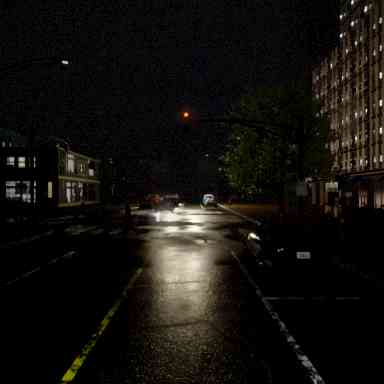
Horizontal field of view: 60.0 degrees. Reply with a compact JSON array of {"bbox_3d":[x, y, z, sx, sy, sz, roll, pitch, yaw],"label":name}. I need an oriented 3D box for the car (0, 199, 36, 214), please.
[{"bbox_3d":[-17.260,1.372,31.608,4.507,1.381,1.887,1,-1,-1],"label":"car"}]

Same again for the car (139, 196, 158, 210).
[{"bbox_3d":[-5.675,1.585,42.602,1.802,1.307,4.206,0,0,0],"label":"car"}]

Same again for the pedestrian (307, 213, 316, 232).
[{"bbox_3d":[6.162,1.522,17.092,0.500,1.100,0.500,0,0,0],"label":"pedestrian"}]

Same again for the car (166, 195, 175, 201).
[{"bbox_3d":[-5.662,1.559,87.010,2.008,1.369,4.403,0,0,0],"label":"car"}]

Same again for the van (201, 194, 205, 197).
[{"bbox_3d":[2.710,1.345,53.704,1.690,1.788,3.998,0,0,0],"label":"van"}]

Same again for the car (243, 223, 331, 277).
[{"bbox_3d":[2.697,1.566,10.123,1.947,1.339,4.313,0,0,0],"label":"car"}]

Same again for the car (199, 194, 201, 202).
[{"bbox_3d":[2.712,1.556,64.806,2.008,1.369,4.403,0,0,0],"label":"car"}]

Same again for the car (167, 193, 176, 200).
[{"bbox_3d":[-5.660,1.324,92.561,2.192,1.841,5.009,0,0,0],"label":"car"}]

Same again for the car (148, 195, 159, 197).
[{"bbox_3d":[-5.672,1.318,48.153,2.192,1.841,5.009,0,0,0],"label":"car"}]

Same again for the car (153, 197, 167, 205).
[{"bbox_3d":[-5.670,1.555,59.255,2.008,1.369,4.403,0,0,0],"label":"car"}]

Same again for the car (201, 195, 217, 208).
[{"bbox_3d":[2.707,1.529,48.322,1.752,1.417,4.829,0,0,0],"label":"car"}]

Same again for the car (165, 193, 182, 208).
[{"bbox_3d":[-3.084,1.220,49.896,2.150,2.045,5.566,0,1,0],"label":"car"}]

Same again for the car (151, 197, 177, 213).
[{"bbox_3d":[-3.088,1.566,37.289,1.994,1.385,4.181,0,0,0],"label":"car"}]

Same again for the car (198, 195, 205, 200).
[{"bbox_3d":[2.721,1.534,92.731,1.752,1.417,4.829,0,0,0],"label":"car"}]

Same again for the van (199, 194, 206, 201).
[{"bbox_3d":[2.720,1.349,87.010,1.690,1.788,3.998,0,0,0],"label":"van"}]

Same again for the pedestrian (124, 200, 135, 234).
[{"bbox_3d":[-3.428,1.295,17.803,0.375,1.860,0.375,0,0,0],"label":"pedestrian"}]

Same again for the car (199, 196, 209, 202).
[{"bbox_3d":[2.715,1.572,75.908,1.947,1.339,4.313,0,0,0],"label":"car"}]

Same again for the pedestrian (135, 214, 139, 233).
[{"bbox_3d":[-3.040,1.675,18.394,0.500,1.100,0.500,0,0,0],"label":"pedestrian"}]
